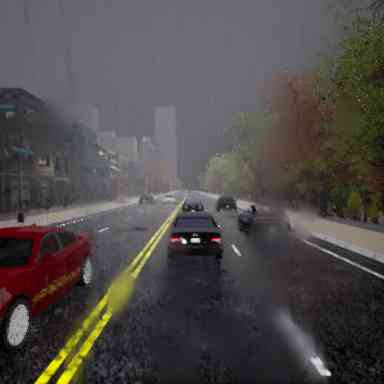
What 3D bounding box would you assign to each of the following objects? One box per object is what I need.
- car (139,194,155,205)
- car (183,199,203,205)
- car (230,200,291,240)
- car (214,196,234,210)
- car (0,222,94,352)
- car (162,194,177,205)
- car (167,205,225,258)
[{"bbox_3d":[-6.592,1.066,48.583,2.128,1.511,4.902,0,1,0],"label":"car"},{"bbox_3d":[0.091,1.333,30.611,1.895,1.301,4.718,0,0,0],"label":"car"},{"bbox_3d":[3.345,1.350,16.138,2.128,1.511,4.902,0,0,0],"label":"car"},{"bbox_3d":[3.339,1.184,33.604,1.882,1.535,5.008,0,0,0],"label":"car"},{"bbox_3d":[-3.353,1.422,6.276,1.882,1.535,5.008,0,0,0],"label":"car"},{"bbox_3d":[-3.342,1.102,48.555,1.812,1.442,4.674,0,1,0],"label":"car"},{"bbox_3d":[0.097,1.440,12.246,2.033,1.411,5.357,0,0,0],"label":"car"}]
